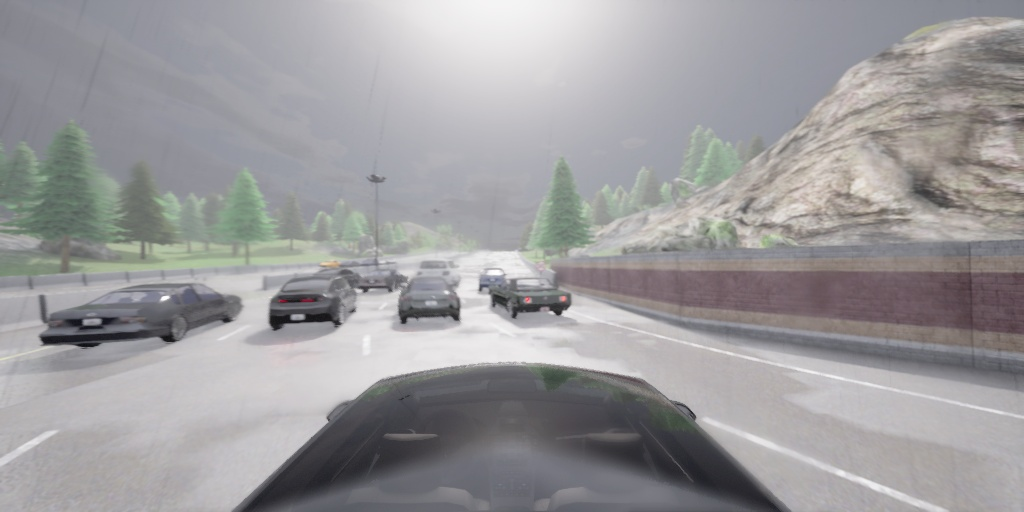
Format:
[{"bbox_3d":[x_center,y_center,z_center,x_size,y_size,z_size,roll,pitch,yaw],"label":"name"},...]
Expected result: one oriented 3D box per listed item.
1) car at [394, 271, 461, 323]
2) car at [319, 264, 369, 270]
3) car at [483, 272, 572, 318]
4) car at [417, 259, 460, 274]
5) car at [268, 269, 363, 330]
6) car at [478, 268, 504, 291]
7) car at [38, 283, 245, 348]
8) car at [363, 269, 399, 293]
[{"bbox_3d":[-3.008,1.426,12.888,1.994,1.385,4.181,0,0,-16],"label":"car"},{"bbox_3d":[-11.709,1.546,24.147,1.837,1.490,4.892,-1,0,-1],"label":"car"},{"bbox_3d":[0.426,1.435,13.506,1.895,1.301,4.718,0,-1,-16],"label":"car"},{"bbox_3d":[-4.722,1.189,23.559,2.150,2.045,5.566,-1,0,-2],"label":"car"},{"bbox_3d":[-6.370,1.391,11.926,1.837,1.490,4.892,-1,0,-15],"label":"car"},{"bbox_3d":[-1.221,1.477,23.687,2.033,1.411,5.357,-1,0,-2],"label":"car"},{"bbox_3d":[-9.452,1.444,9.865,2.033,1.411,5.357,0,0,-17],"label":"car"},{"bbox_3d":[-8.214,1.547,23.349,2.033,1.411,5.357,-1,0,-2],"label":"car"}]
